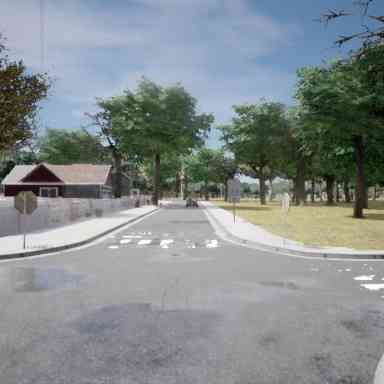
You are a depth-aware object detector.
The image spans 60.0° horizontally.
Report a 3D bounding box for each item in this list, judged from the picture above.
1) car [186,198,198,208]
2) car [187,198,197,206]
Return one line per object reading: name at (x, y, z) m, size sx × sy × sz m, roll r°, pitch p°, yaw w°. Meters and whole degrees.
car at (0.005, 1.700, 52.918) m, size 1.812 × 1.442 × 4.674 m, roll 0°, pitch 0°, yaw 0°
car at (0.009, 1.828, 62.953) m, size 1.895 × 1.301 × 4.718 m, roll 0°, pitch 0°, yaw 0°
